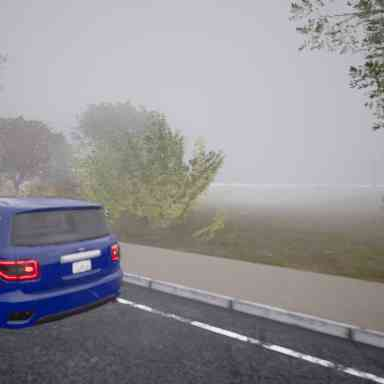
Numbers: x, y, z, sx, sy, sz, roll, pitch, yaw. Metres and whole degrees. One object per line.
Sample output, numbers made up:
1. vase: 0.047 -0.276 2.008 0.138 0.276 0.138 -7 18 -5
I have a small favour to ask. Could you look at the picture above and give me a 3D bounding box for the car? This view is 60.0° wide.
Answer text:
1. car: -3.748 1.080 6.307 5.566 2.045 2.150 2 1 36
